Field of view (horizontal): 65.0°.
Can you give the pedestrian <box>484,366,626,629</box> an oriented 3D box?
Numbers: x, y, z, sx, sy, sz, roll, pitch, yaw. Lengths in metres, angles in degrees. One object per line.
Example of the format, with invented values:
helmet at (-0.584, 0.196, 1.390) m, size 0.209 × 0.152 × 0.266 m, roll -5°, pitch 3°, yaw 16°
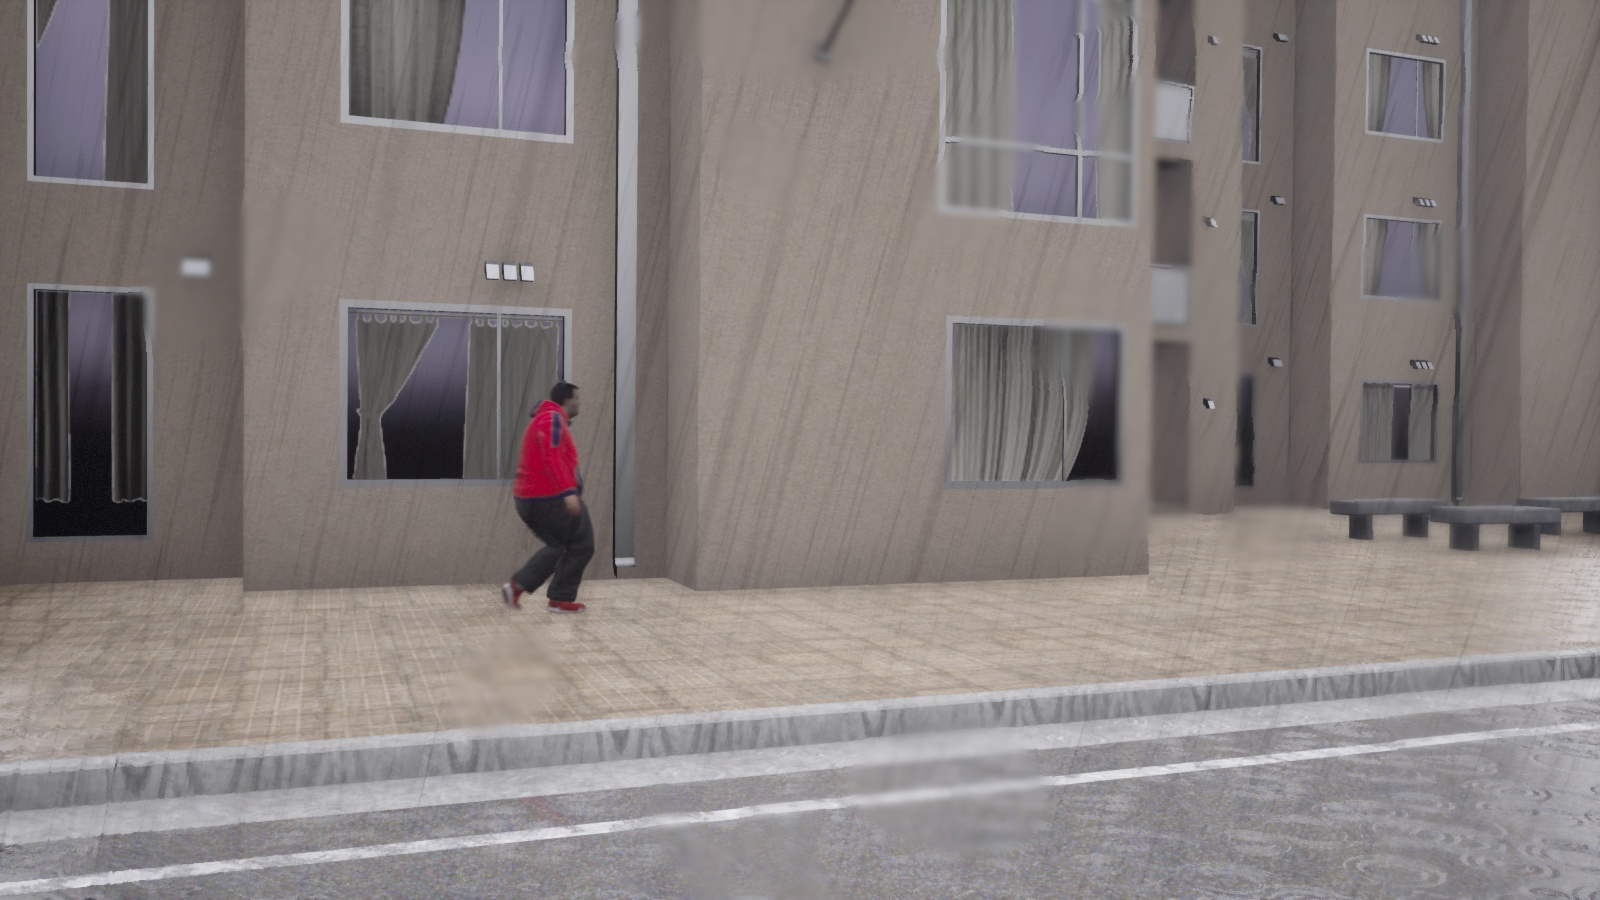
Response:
pedestrian at (-1.816, 0.325, 9.265) m, size 0.899 × 1.844 × 0.634 m, roll -1°, pitch 1°, yaw -22°
